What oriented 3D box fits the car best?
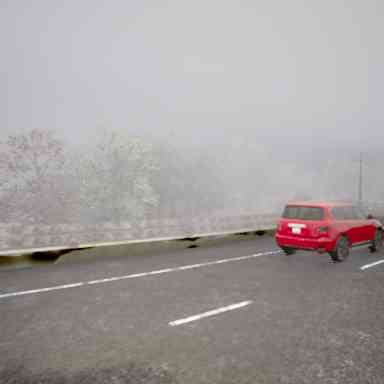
[{"bbox_3d":[5.526,1.407,13.040,5.566,2.045,2.150,1,-1,-42],"label":"car"}]
